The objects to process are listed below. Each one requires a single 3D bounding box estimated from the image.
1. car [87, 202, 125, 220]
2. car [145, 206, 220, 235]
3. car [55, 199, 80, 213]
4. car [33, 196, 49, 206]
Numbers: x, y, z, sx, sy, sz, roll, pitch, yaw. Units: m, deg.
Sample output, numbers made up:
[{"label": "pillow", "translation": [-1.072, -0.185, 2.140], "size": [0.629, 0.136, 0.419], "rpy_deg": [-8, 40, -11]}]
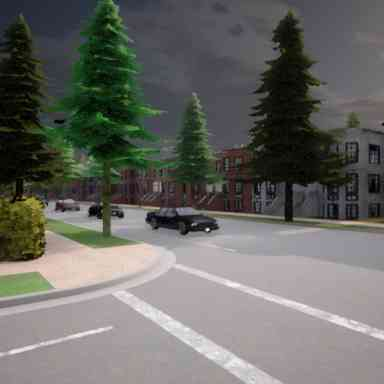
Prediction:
[{"label": "car", "translation": [-7.316, 1.536, 28.093], "size": [1.994, 1.385, 4.181], "rpy_deg": [0, 0, -35]}, {"label": "car", "translation": [-0.768, 1.519, 18.974], "size": [2.033, 1.411, 5.357], "rpy_deg": [0, 0, -36]}, {"label": "car", "translation": [-14.077, 1.499, 37.509], "size": [1.812, 1.442, 4.674], "rpy_deg": [0, 1, -36]}, {"label": "car", "translation": [-22.997, 1.303, 50.081], "size": [2.128, 1.511, 4.902], "rpy_deg": [0, 0, -36]}]
